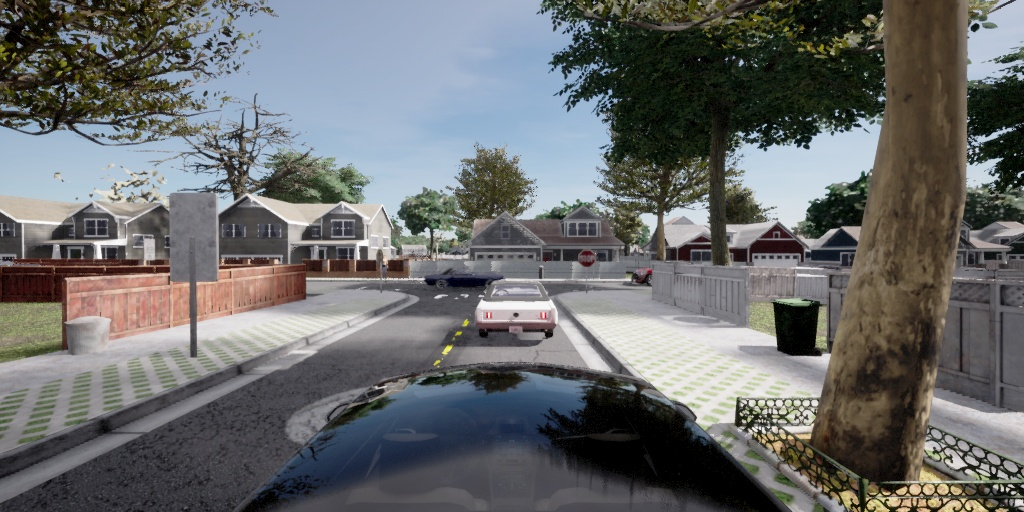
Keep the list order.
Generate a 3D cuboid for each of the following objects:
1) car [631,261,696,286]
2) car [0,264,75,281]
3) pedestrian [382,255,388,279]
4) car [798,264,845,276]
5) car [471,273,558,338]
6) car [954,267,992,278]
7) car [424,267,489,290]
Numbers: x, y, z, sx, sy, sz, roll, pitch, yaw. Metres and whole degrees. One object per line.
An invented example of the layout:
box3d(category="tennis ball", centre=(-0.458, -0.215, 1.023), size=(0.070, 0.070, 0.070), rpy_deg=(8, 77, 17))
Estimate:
box3d(category="car", centre=(10.671, 1.133, 24.750), size=(4.553, 1.767, 2.097), rpy_deg=(0, 1, -1))
box3d(category="car", centre=(-28.605, 1.217, 21.417), size=(4.181, 1.385, 1.994), rpy_deg=(0, 1, 0))
box3d(category="pedestrian", centre=(-9.767, 0.809, 27.451), size=(0.375, 1.860, 0.375), rpy_deg=(0, 0, -1))
box3d(category="car", centre=(20.867, 1.312, 24.851), size=(4.902, 1.511, 2.128), rpy_deg=(0, 1, 0))
box3d(category="car", centre=(0.123, 1.349, 10.220), size=(1.895, 1.301, 4.718), rpy_deg=(0, 0, 1))
box3d(category="car", centre=(31.117, 1.459, 24.947), size=(4.718, 1.301, 1.895), rpy_deg=(0, 1, 2))
box3d(category="car", centre=(-2.747, 1.346, 21.673), size=(4.718, 1.301, 1.895), rpy_deg=(0, 0, -1))
